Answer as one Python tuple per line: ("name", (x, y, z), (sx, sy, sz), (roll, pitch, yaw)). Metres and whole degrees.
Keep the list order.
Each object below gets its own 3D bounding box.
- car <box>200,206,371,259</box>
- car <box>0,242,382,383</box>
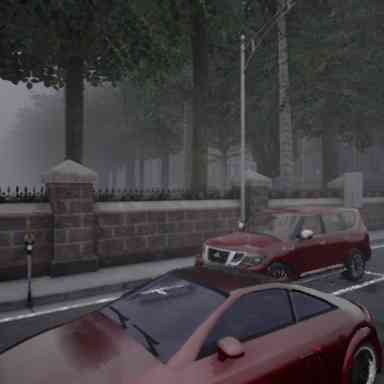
("car", (2.485, 1.316, 8.306), (5.009, 1.841, 2.192), (0, 0, -36))
("car", (0.120, 1.564, 3.453), (4.181, 1.385, 1.994), (0, 0, -35))
